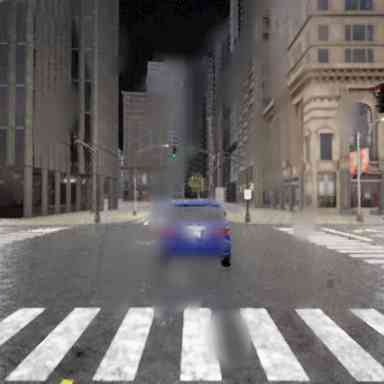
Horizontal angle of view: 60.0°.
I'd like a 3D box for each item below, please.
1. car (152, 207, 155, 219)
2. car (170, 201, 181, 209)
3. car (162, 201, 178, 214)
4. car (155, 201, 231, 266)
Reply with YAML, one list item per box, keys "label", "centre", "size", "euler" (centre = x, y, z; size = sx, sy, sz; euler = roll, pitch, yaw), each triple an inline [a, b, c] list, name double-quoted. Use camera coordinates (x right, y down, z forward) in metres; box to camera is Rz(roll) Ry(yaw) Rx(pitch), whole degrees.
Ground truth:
- label: "car"
  centre: [-3.009, 1.929, 34.946]
  size: [1.882, 1.535, 5.008]
  euler: [0, -1, 0]
- label: "car"
  centre: [-2.957, 2.334, 60.085]
  size: [1.812, 1.442, 4.674]
  euler: [0, -1, 0]
- label: "car"
  centre: [-3.006, 2.101, 45.472]
  size: [1.837, 1.490, 4.892]
  euler: [0, 0, 0]
- label: "car"
  centre: [0.119, 1.319, 11.984]
  size: [2.150, 2.045, 5.566]
  euler: [0, -1, 0]
